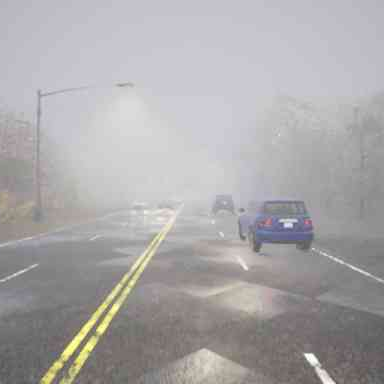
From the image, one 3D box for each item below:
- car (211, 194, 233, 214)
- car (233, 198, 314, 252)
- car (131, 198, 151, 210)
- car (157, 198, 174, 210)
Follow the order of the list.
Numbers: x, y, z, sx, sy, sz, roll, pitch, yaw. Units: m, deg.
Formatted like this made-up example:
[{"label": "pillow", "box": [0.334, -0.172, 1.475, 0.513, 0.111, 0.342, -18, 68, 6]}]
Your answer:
[{"label": "car", "box": [3.339, 1.277, 36.547, 2.150, 2.045, 5.566, 0, 0, 0]}, {"label": "car", "box": [3.356, 1.266, 14.314, 2.150, 2.045, 5.566, 0, 0, 0]}, {"label": "car", "box": [-6.590, 1.573, 43.127, 1.812, 1.442, 4.674, 0, 0, 0]}, {"label": "car", "box": [-3.340, 1.572, 43.126, 1.812, 1.442, 4.674, 0, 0, 0]}]
